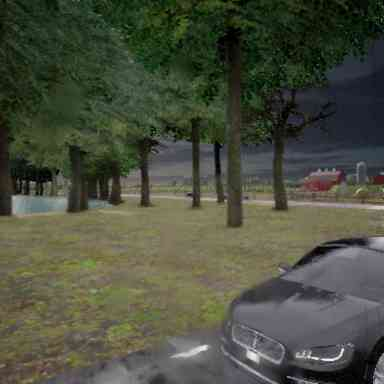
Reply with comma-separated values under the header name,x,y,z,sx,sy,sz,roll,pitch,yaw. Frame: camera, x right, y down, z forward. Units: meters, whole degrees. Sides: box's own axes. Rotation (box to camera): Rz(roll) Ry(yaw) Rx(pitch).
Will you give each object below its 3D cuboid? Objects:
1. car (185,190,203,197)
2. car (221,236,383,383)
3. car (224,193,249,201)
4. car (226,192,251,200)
name,x,y,z,sx,sy,sz,roll,pitch,yaw
car,0.368,0.396,70.714,2.128,1.511,4.902,-1,1,-36
car,2.624,1.488,4.942,4.892,1.490,1.837,0,0,-35
car,6.986,0.729,56.751,1.812,1.442,4.674,-1,1,-35
car,8.304,0.692,59.763,1.994,1.385,4.181,-1,2,-35
